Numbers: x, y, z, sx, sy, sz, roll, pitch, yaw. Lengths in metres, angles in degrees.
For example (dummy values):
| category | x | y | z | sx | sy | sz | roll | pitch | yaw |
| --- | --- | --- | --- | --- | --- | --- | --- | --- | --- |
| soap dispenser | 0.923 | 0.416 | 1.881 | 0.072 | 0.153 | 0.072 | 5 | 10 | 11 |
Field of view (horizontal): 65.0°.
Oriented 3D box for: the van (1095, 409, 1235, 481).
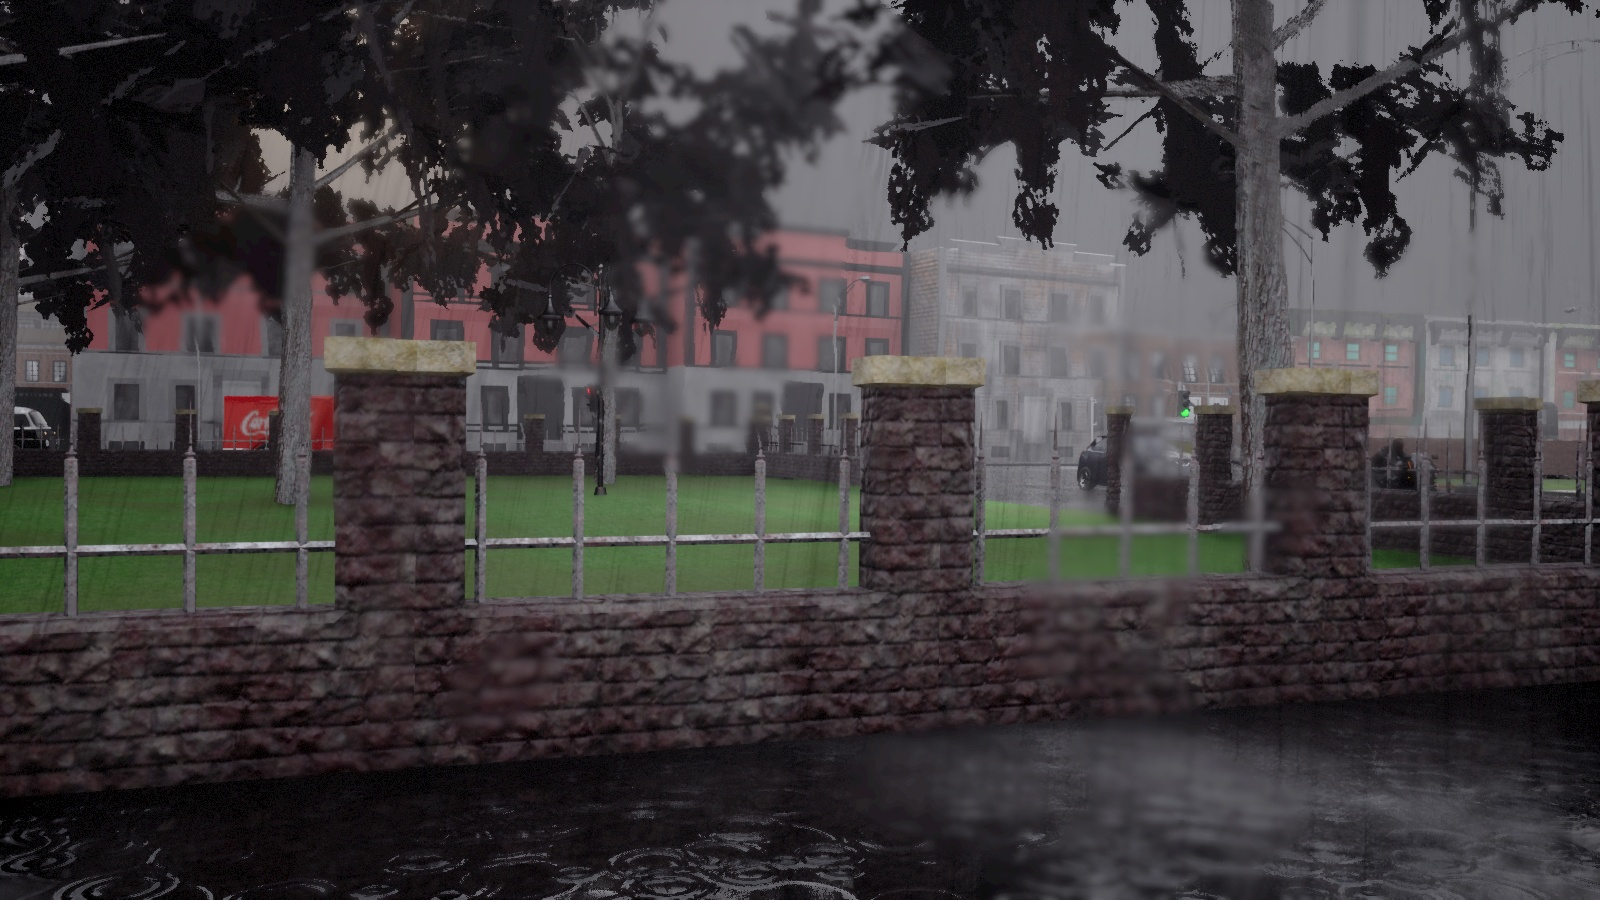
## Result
| category | x | y | z | sx | sy | sz | roll | pitch | yaw |
| --- | --- | --- | --- | --- | --- | --- | --- | --- | --- |
| van | 10.781 | -0.174 | 37.413 | 1.775 | 1.987 | 4.442 | -1 | 1 | -19 |

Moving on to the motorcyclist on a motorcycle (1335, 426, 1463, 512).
| category | x | y | z | sx | sy | sz | roll | pitch | yaw |
| --- | --- | --- | --- | --- | --- | --- | --- | --- | --- |
| motorcyclist on a motorcycle | 11.227 | 0.327 | 23.635 | 0.866 | 1.530 | 2.191 | -1 | 1 | -21 |

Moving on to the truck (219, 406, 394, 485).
| category | x | y | z | sx | sy | sz | roll | pitch | yaw |
| --- | --- | --- | --- | --- | --- | --- | --- | --- | --- |
| truck | -16.271 | -0.192 | 41.748 | 5.204 | 2.467 | 2.627 | -1 | 1 | -18 |

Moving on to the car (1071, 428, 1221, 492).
| category | x | y | z | sx | sy | sz | roll | pitch | yaw |
| --- | --- | --- | --- | --- | --- | --- | --- | --- | --- |
| car | 8.567 | 0.208 | 31.409 | 1.845 | 1.501 | 3.633 | -1 | 1 | -20 |

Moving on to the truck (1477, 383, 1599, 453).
| category | x | y | z | sx | sy | sz | roll | pitch | yaw |
| --- | --- | --- | --- | --- | --- | --- | --- | --- | --- |
| truck | 39.333 | -1.667 | 65.019 | 7.936 | 3.462 | 2.891 | -1 | 1 | -19 |

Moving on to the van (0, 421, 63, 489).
| category | x | y | z | sx | sy | sz | roll | pitch | yaw |
| --- | --- | --- | --- | --- | --- | --- | --- | --- | --- |
| van | -25.457 | 0.169 | 38.585 | 4.480 | 2.038 | 2.069 | -1 | 1 | -19 |
